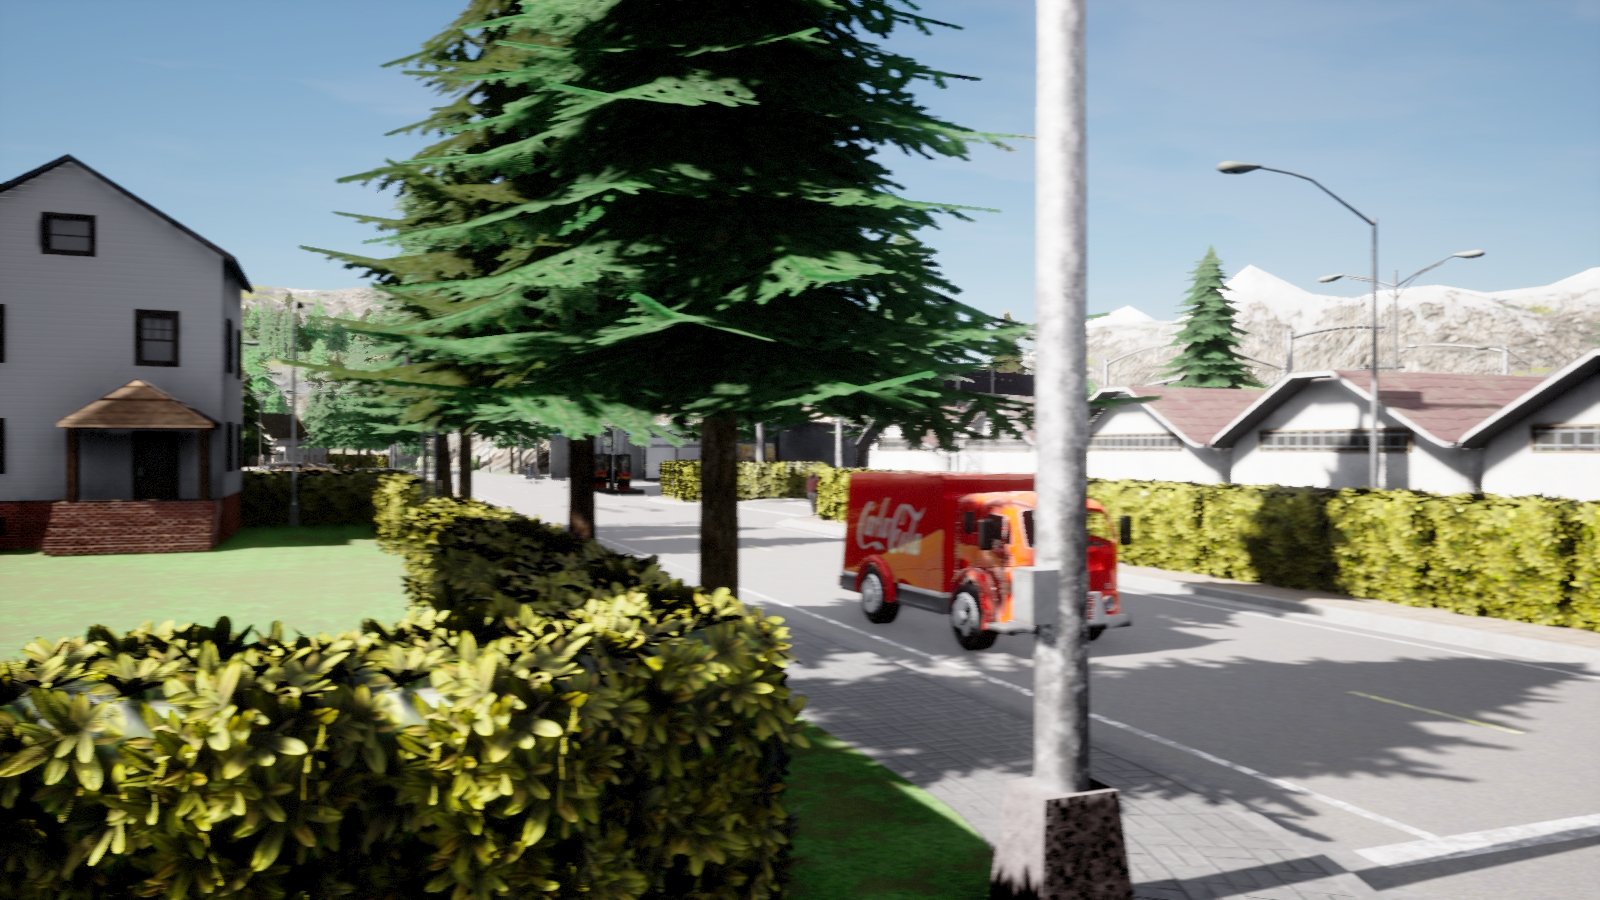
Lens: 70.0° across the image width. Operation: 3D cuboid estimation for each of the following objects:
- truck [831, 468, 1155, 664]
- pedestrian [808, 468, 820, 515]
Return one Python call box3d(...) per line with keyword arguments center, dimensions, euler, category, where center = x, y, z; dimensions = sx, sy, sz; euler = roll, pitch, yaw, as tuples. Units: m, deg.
box3d(center=(2.738, 1.556, 17.785), dimensions=(2.627, 2.467, 5.204), euler=(0, 0, -22), category="truck")
box3d(center=(0.566, 1.669, 45.696), dimensions=(0.375, 1.860, 0.375), euler=(0, 0, 29), category="pedestrian")
